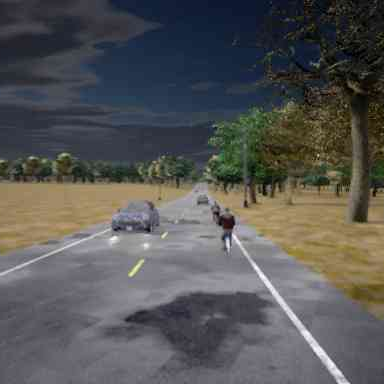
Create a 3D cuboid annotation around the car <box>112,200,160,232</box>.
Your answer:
[{"bbox_3d":[-3.159,1.294,19.386,2.097,1.767,4.553,0,0,2],"label":"car"}]

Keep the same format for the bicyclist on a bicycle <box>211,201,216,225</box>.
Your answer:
[{"bbox_3d":[1.439,1.399,20.228,0.582,1.620,1.656,0,0,2],"label":"bicyclist on a bicycle"}]

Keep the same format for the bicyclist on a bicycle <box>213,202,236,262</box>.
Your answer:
[{"bbox_3d":[1.153,1.343,11.085,0.659,1.776,1.843,0,0,1],"label":"bicyclist on a bicycle"}]

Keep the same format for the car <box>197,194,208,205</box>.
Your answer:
[{"bbox_3d":[1.783,1.289,55.341,2.128,1.511,4.902,0,0,2],"label":"car"}]
